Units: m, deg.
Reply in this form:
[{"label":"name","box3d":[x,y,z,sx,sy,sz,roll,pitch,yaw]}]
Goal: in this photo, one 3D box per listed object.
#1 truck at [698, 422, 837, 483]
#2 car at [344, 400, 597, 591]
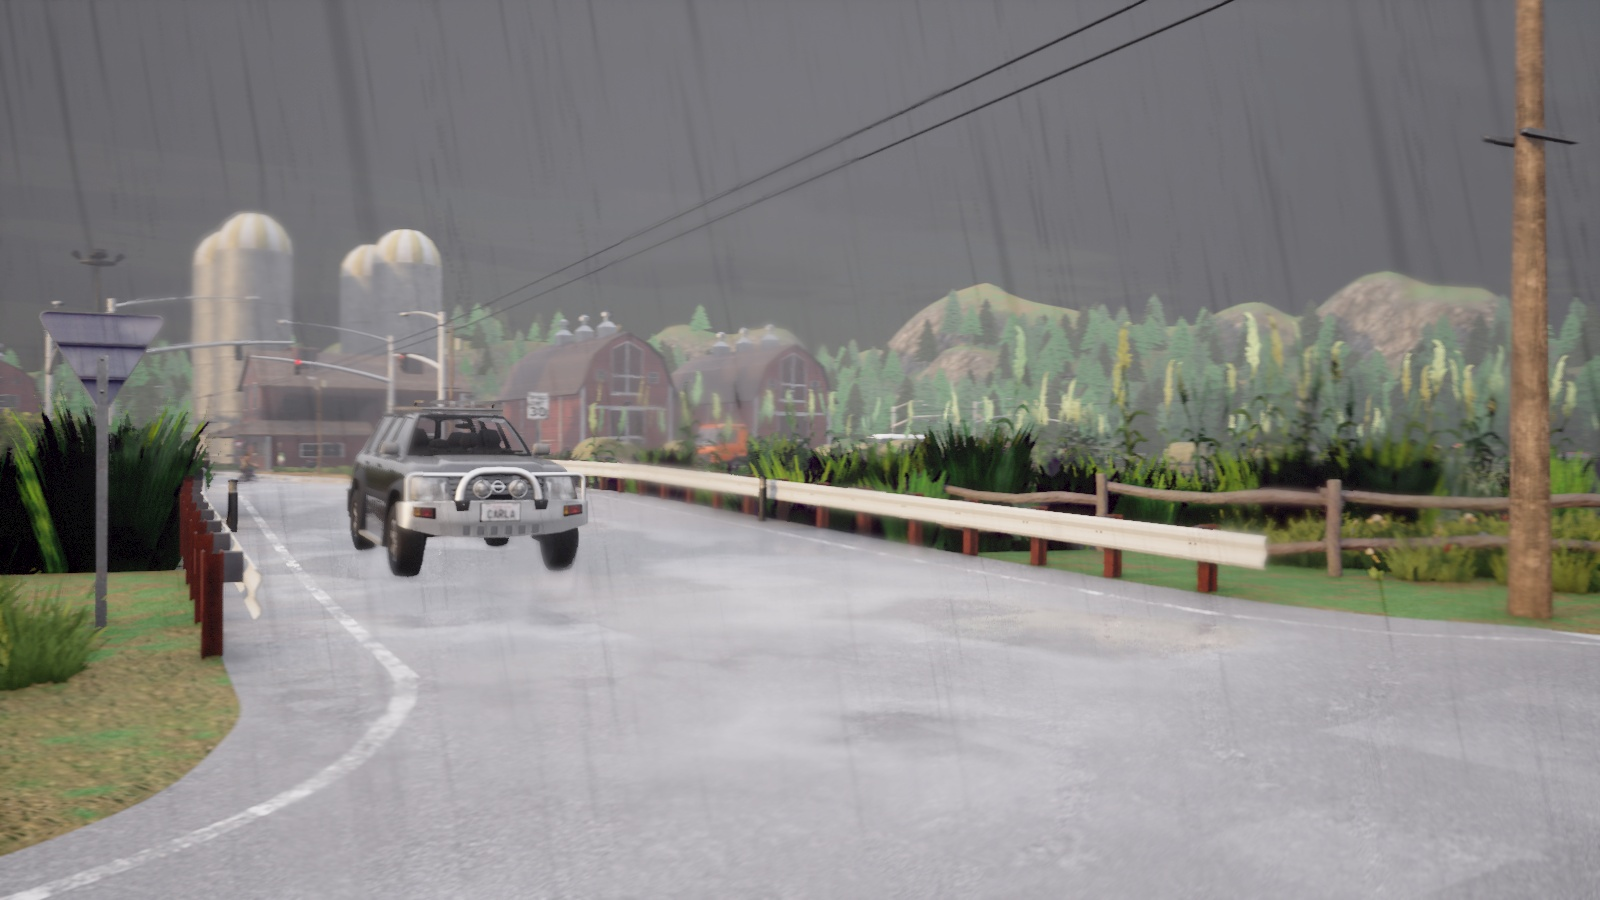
[{"label":"truck","box3d":[-1.894,0.137,74.878,7.936,3.462,2.891,0,0,-31]},{"label":"car","box3d":[-4.030,0.386,14.727,1.932,1.855,4.605,0,1,-27]}]
